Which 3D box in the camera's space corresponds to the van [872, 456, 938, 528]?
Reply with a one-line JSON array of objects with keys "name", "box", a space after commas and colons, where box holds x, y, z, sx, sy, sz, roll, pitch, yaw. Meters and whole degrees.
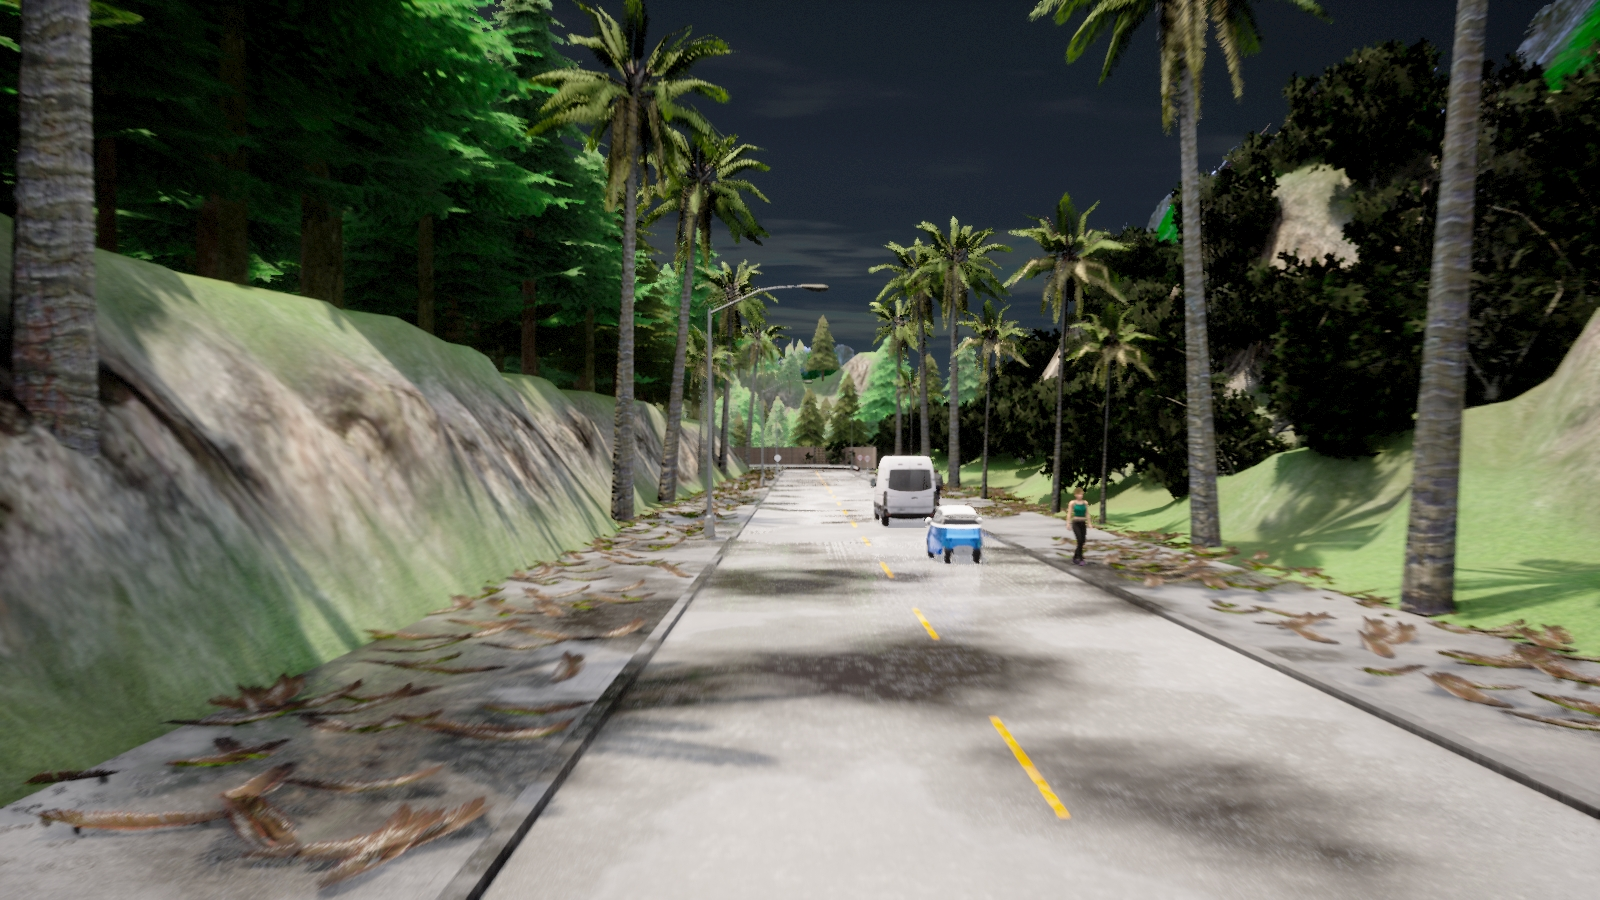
[{"name": "van", "box": [3.992, 1.534, 44.362, 1.988, 2.561, 5.915, 0, 0, 0]}]

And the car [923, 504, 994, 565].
[{"name": "car", "box": [4.002, 2.119, 29.080, 1.481, 1.376, 2.207, 0, 1, 0]}]

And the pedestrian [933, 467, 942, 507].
[{"name": "pedestrian", "box": [6.450, 1.742, 53.770, 0.375, 1.860, 0.375, 0, 0, 0]}]

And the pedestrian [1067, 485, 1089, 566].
[{"name": "pedestrian", "box": [6.476, 1.743, 26.653, 0.375, 1.860, 0.375, 0, 0, -11]}]
